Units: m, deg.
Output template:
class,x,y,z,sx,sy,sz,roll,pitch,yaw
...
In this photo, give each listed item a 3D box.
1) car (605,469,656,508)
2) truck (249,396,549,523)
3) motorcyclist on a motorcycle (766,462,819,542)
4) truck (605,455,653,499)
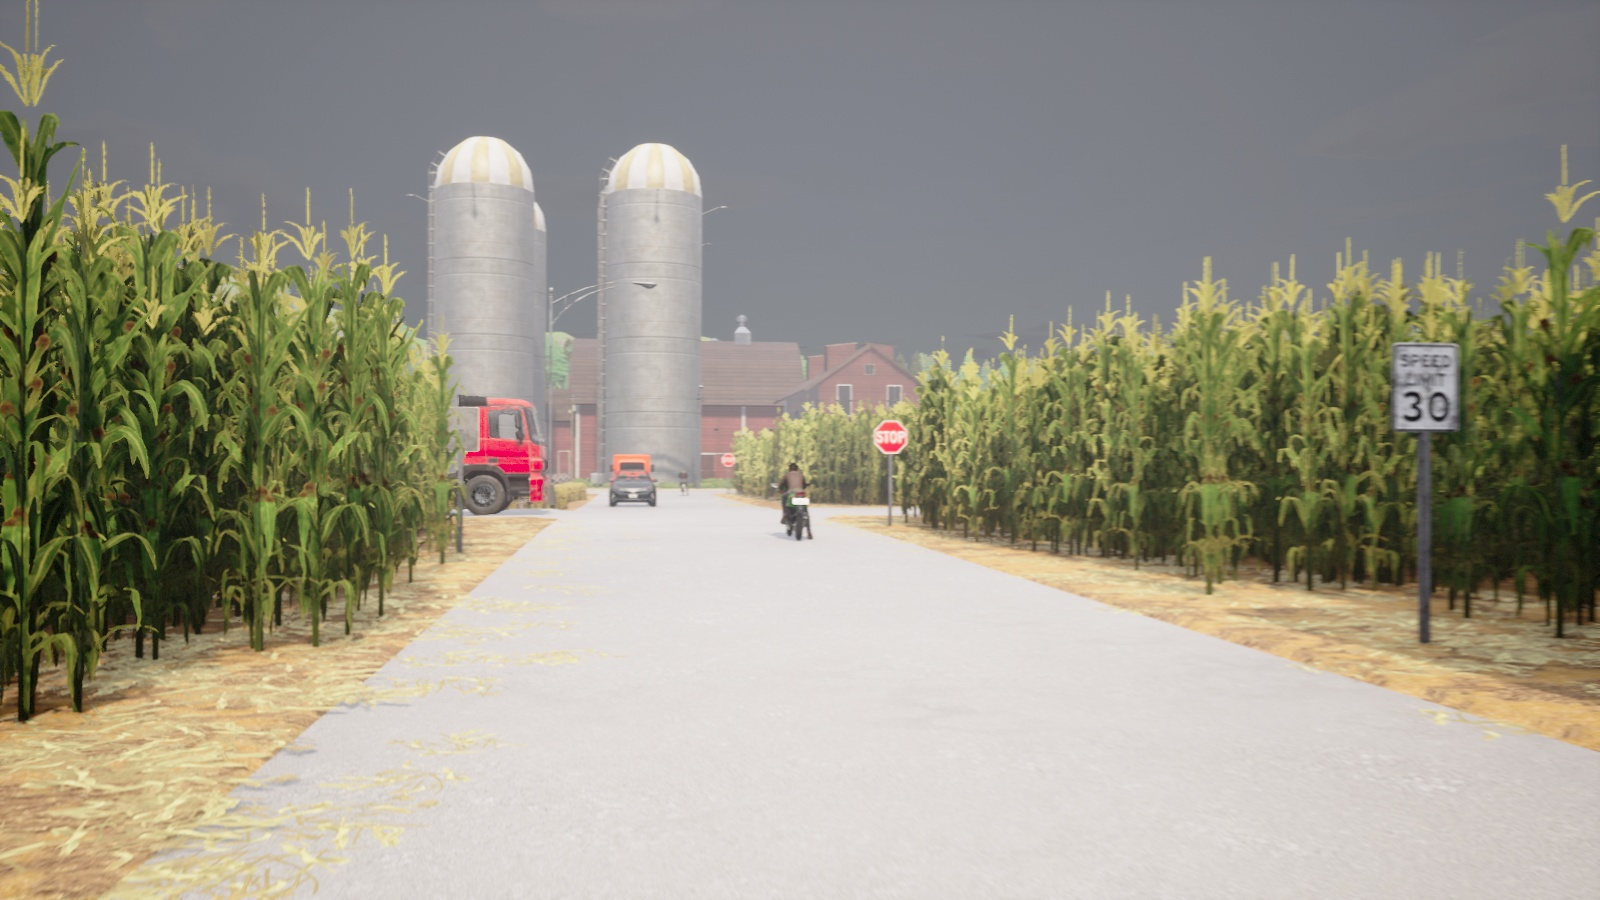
class,x,y,z,sx,sy,sz,roll,pitch,yaw
car,-7.022,1.565,51.857,2.007,1.525,4.514,0,-1,-8
truck,-11.452,0.254,36.595,7.936,3.462,2.891,-1,-1,-8
motorcyclist on a motorcycle,-0.176,1.010,25.111,0.797,1.523,2.044,0,0,-8
truck,-9.966,1.563,73.047,2.627,2.467,5.204,0,-1,-8
